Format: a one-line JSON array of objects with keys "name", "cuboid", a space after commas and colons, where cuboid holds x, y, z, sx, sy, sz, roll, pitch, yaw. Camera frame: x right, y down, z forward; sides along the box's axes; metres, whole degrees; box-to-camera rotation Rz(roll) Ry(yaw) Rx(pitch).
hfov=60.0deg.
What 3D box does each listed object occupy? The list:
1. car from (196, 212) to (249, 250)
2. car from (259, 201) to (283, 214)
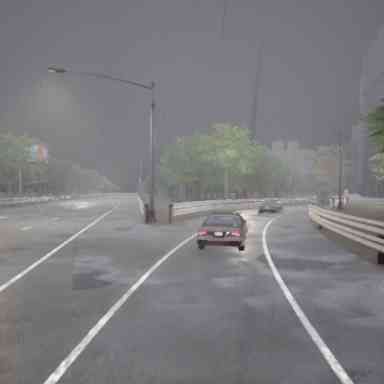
[{"name": "car", "cuboid": [1.442, 1.561, 14.473, 2.033, 1.411, 5.357, 0, 0, 11]}, {"name": "car", "cuboid": [8.673, 1.614, 36.290, 1.994, 1.385, 4.181, 0, 0, 26]}]
